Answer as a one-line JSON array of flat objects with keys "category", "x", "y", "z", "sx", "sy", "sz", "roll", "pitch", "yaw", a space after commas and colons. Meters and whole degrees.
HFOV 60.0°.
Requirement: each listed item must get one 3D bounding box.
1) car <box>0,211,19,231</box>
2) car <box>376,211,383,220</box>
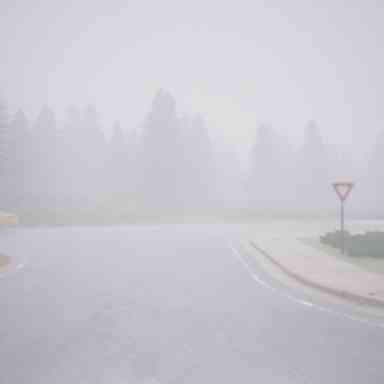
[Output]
[{"category": "car", "x": -13.619, "y": 1.739, "z": 20.767, "sx": 5.008, "sy": 1.535, "sz": 1.882, "roll": 0, "pitch": -1, "yaw": -16}, {"category": "car", "x": 18.917, "y": 1.978, "z": 30.197, "sx": 4.181, "sy": 1.385, "sz": 1.994, "roll": 0, "pitch": -1, "yaw": -16}]
